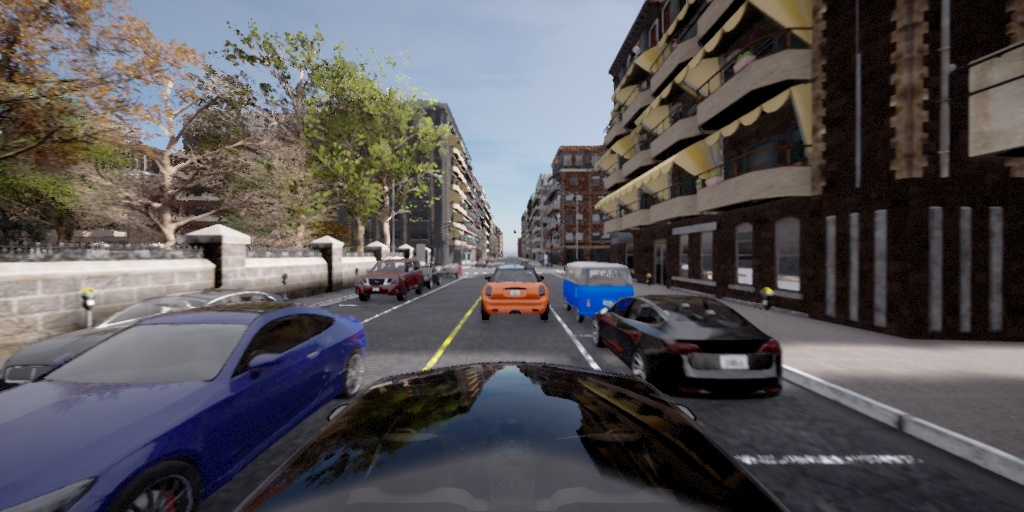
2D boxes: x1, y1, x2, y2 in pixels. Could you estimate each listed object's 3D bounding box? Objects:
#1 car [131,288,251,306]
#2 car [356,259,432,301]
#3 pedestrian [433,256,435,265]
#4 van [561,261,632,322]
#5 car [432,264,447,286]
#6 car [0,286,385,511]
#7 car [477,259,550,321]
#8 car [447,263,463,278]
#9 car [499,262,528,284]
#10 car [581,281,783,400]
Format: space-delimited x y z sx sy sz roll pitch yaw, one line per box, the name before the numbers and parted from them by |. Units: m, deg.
car | -5.691 1.301 6.414 2.007 1.370 4.403 0 0 0
car | -5.694 1.067 17.485 2.192 1.841 5.009 0 0 0
pedestrian | -12.729 0.670 57.492 0.375 1.860 0.375 0 -1 -1
van | 2.688 1.093 11.953 1.690 1.789 3.998 0 0 0
car | -5.695 1.320 23.021 1.948 1.339 4.313 0 0 0
car | -3.101 1.276 3.761 1.812 1.442 4.674 0 0 0
car | 0.096 1.104 12.679 2.097 1.767 4.553 0 0 0
car | -5.699 1.340 34.091 1.802 1.307 4.207 0 0 0
car | 0.092 1.247 28.345 2.128 1.511 4.902 0 0 0
car | 2.690 1.317 6.418 1.948 1.339 4.313 0 0 0
